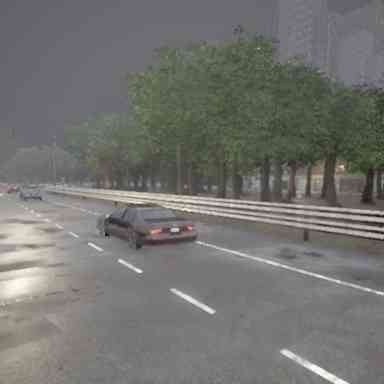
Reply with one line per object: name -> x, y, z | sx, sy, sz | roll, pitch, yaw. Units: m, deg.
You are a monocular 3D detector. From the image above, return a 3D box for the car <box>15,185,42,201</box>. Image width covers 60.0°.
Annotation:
car -> -18.057, 0.245, 37.170 | 2.033, 1.411, 5.357 | -1, 2, -33

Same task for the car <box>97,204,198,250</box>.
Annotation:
car -> -1.898, 1.147, 12.395 | 2.033, 1.411, 5.357 | -1, 2, -33

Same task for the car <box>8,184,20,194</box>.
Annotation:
car -> -30.076, -0.652, 56.588 | 2.097, 1.767, 4.553 | 0, 2, -27
